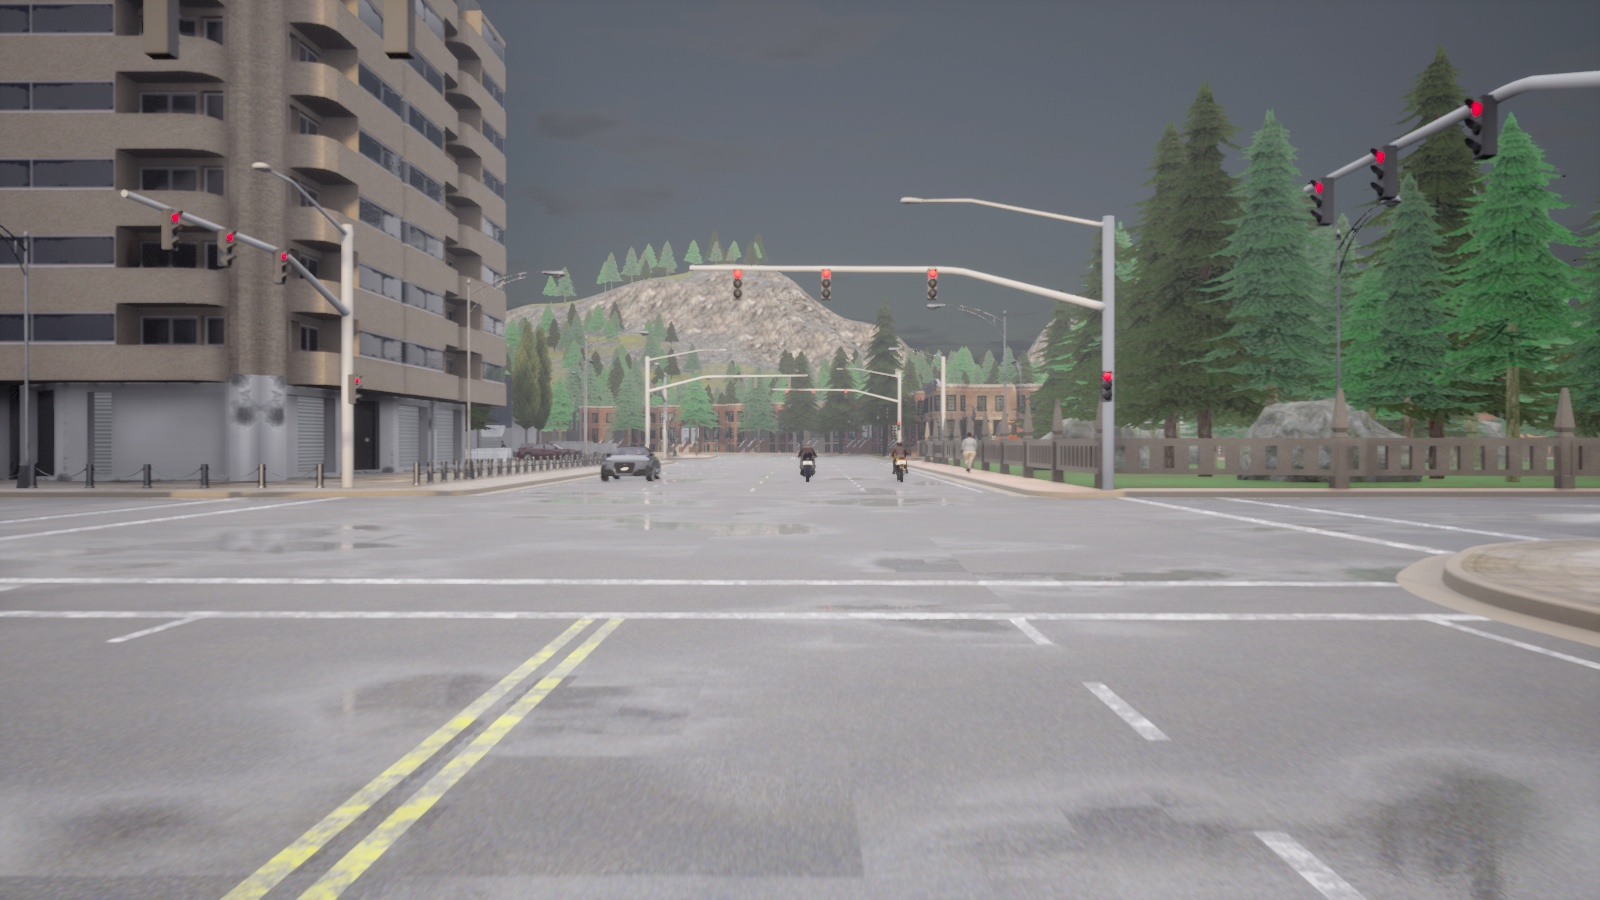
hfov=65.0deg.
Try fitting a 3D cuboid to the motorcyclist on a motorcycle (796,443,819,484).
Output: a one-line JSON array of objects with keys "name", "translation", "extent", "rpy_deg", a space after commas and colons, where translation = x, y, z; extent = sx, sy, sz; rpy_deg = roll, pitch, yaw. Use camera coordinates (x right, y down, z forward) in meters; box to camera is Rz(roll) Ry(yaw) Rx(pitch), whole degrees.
[{"name": "motorcyclist on a motorcycle", "translation": [0.295, 0.506, 48.831], "extent": [0.866, 1.530, 2.191], "rpy_deg": [0, 0, 0]}]

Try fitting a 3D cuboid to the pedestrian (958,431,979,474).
[{"name": "pedestrian", "translation": [7.402, 0.100, 55.109], "extent": [0.874, 1.855, 0.900], "rpy_deg": [0, 0, 5]}]

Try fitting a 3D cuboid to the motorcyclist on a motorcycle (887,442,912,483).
[{"name": "motorcyclist on a motorcycle", "translation": [3.788, 0.463, 47.716], "extent": [0.797, 1.523, 2.044], "rpy_deg": [0, 0, 0]}]

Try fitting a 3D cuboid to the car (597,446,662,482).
[{"name": "car", "translation": [-6.700, 0.524, 49.797], "extent": [1.994, 1.385, 4.181], "rpy_deg": [0, 0, 0]}]
